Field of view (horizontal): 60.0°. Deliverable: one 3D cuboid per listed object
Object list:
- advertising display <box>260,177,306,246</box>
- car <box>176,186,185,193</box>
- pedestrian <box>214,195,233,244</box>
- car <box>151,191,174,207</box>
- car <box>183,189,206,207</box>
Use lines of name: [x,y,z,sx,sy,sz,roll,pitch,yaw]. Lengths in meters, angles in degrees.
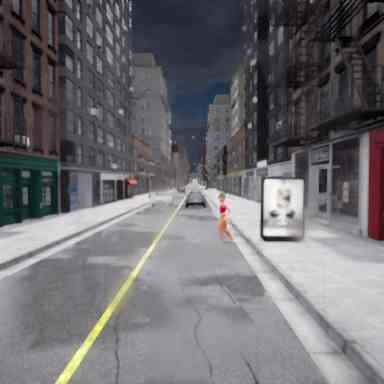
advertising display: [3.255,0.702,11.967,1.540,2.440,0.280,0,2,1]
car: [-2.332,-0.510,72.814,1.837,1.490,4.892,0,2,1]
pedestrian: [1.150,0.966,12.202,0.375,1.860,0.375,-1,2,-14]
car: [-2.800,0.659,32.223,1.812,1.442,4.674,0,2,1]
car: [0.367,0.702,32.044,1.994,1.385,4.181,0,2,1]
